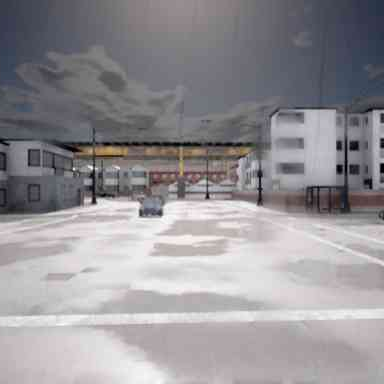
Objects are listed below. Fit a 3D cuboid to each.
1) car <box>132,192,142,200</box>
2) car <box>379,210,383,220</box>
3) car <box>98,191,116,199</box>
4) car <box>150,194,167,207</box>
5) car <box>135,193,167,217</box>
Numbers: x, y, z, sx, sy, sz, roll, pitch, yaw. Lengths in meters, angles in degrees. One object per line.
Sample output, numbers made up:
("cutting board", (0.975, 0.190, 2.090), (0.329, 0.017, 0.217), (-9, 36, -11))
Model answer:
("car", (-9.007, 0.796, 57.932), (1.812, 1.442, 4.674), (0, 1, -28))
("car", (16.504, 1.523, 24.793), (4.674, 1.442, 1.812), (0, 0, 1))
("car", (-17.626, 0.580, 68.859), (5.008, 1.535, 1.882), (0, 0, 44))
("car", (-4.616, 1.104, 45.088), (1.837, 1.490, 4.892), (0, 1, -12))
("car", (-3.697, 1.265, 31.017), (2.097, 1.767, 4.553), (0, 2, -1))
